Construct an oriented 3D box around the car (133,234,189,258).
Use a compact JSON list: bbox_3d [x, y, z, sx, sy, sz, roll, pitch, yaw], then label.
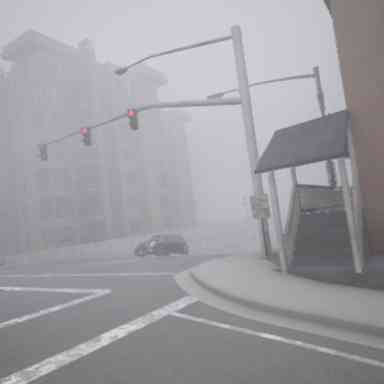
[{"bbox_3d":[-2.266,3.939,24.953,2.097,1.767,4.553,-10,-13,34],"label":"car"}]
